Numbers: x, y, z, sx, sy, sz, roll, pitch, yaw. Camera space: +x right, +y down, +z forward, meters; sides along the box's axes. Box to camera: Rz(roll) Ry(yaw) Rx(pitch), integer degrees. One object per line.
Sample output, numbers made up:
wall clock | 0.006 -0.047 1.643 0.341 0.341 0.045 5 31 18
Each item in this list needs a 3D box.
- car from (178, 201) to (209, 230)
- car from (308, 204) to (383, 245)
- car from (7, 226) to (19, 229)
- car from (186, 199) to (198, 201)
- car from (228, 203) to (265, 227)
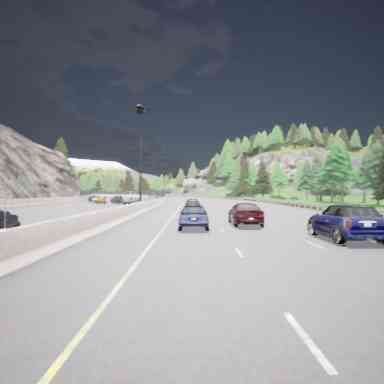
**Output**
car | 0.097 1.547 20.941 2.033 1.411 5.357 0 0 0
car | 7.097 1.351 15.546 2.097 1.767 4.553 0 0 0
car | -10.603 1.547 16.516 2.033 1.411 5.357 0 0 0
car | 0.093 1.563 42.457 1.994 1.385 4.181 0 0 0
car | 3.597 1.477 22.637 1.882 1.535 5.008 0 0 0
